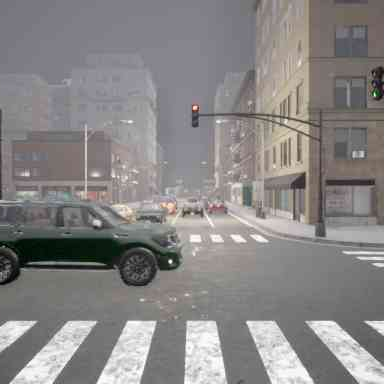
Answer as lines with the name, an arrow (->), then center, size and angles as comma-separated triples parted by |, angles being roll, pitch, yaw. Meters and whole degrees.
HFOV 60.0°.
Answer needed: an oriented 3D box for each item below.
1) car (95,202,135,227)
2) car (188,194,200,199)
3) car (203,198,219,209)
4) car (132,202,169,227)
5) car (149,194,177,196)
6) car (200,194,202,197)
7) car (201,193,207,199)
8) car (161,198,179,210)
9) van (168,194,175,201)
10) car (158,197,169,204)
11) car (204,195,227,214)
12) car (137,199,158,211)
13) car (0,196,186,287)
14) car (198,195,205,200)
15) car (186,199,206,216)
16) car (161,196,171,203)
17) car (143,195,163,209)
car -> -5.381, 1.526, 23.883 | 1.752, 1.417, 4.829 | 0, 0, 0
car -> 0.046, 1.510, 56.992 | 1.837, 1.490, 4.892 | 0, 1, 1
car -> 2.652, 1.568, 46.698 | 1.947, 1.339, 4.313 | 0, 0, 0
car -> -2.841, 1.548, 24.165 | 2.033, 1.411, 5.357 | 0, 0, 0
car -> -2.841, 1.353, 33.814 | 2.097, 1.767, 4.553 | 0, 0, 0
car -> 2.660, 1.555, 69.346 | 2.008, 1.369, 4.403 | 0, 0, 0
car -> 2.650, 1.317, 41.036 | 2.192, 1.841, 5.009 | 0, 0, 0
car -> -2.831, 1.550, 44.222 | 2.033, 1.411, 5.357 | 0, 0, 0
van -> -5.359, 1.349, 86.334 | 1.690, 1.788, 3.998 | 0, 0, 0
car -> -5.367, 1.586, 63.687 | 1.802, 1.307, 4.206 | 0, 0, 0
car -> 2.648, 1.441, 35.374 | 1.967, 1.590, 4.097 | 0, 0, 0
car -> -5.375, 1.552, 41.039 | 2.008, 1.369, 4.403 | 0, 0, 0
car -> -3.045, 1.214, 8.869 | 5.566, 2.045, 2.150 | 0, 0, 0
car -> 2.668, 1.575, 91.993 | 1.947, 1.339, 4.313 | 0, 0, 0
car -> 0.079, 1.602, 31.809 | 1.895, 1.301, 4.718 | 0, 0, 0
car -> -5.365, 1.530, 69.179 | 1.752, 1.417, 4.829 | 0, 0, 0
car -> -5.373, 1.317, 46.701 | 2.192, 1.841, 5.009 | 0, 0, 0
